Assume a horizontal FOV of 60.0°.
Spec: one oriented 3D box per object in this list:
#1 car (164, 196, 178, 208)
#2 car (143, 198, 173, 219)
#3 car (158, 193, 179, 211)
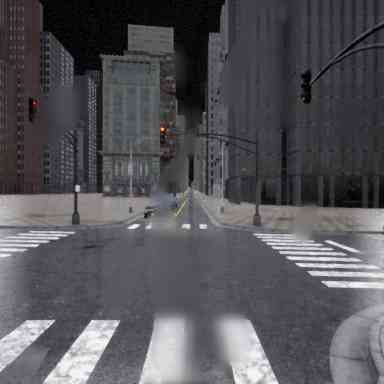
[{"bbox_3d":[-3.107,1.472,50.531,1.882,1.535,5.008,0,0,0],"label":"car"},{"bbox_3d":[-3.112,1.544,29.833,2.033,1.411,5.357,0,0,0],"label":"car"},{"bbox_3d":[-3.113,1.217,40.084,2.150,2.045,5.566,0,0,0],"label":"car"}]
